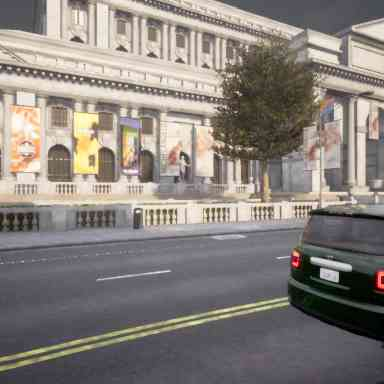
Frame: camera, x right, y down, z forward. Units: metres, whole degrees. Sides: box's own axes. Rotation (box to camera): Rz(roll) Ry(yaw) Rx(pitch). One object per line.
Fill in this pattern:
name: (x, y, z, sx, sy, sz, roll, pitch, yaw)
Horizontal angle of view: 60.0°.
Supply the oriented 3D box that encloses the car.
car: (4.202, 1.221, 5.841, 5.566, 2.045, 2.150, 0, 0, -29)
